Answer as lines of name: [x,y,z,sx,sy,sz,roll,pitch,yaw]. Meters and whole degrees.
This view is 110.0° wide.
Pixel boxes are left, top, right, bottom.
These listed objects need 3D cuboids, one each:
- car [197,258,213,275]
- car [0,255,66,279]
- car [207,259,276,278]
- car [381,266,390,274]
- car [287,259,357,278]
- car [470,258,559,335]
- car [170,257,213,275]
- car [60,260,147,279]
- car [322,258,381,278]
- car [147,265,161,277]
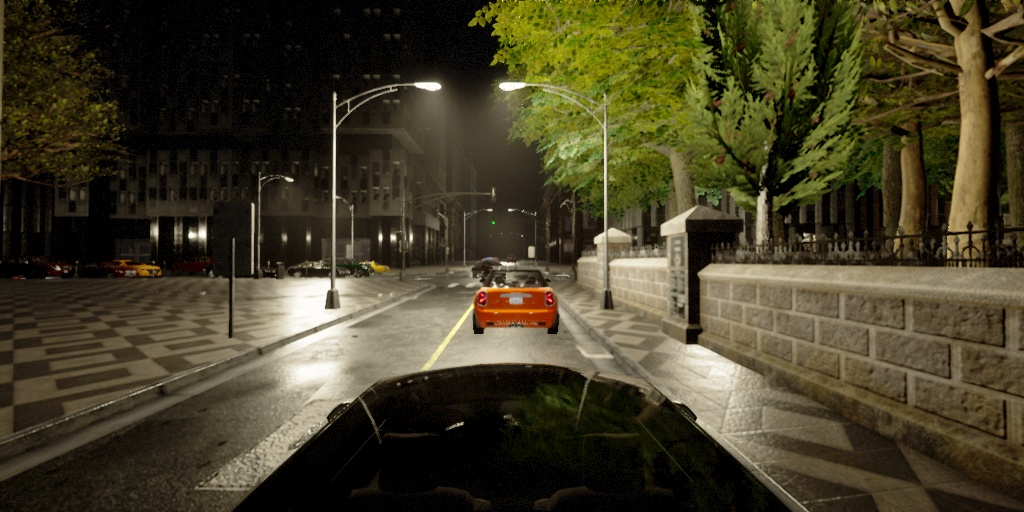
car: [-22.981,1.089,30.087,4.892,1.490,1.837,0,-1,0]
car: [-36.705,0.878,27.481,5.009,1.841,2.192,0,0,0]
car: [-20.166,1.107,27.399,4.313,1.339,1.948,0,0,0]
car: [-14.790,1.185,35.897,4.829,1.417,1.751,0,0,0]
car: [-14.653,1.086,27.372,4.403,1.370,2.007,0,0,0]
car: [0.093,1.048,10.452,2.097,1.767,4.553,0,0,0]
car: [-31.157,0.995,35.978,5.009,1.841,2.192,0,0,0]
car: [-31.192,1.138,27.454,4.207,1.307,1.802,0,0,0]
car: [-13.897,0.925,30.042,4.553,1.767,2.097,0,-1,0]
car: [-32.487,1.074,30.142,5.008,1.535,1.882,0,-1,0]
